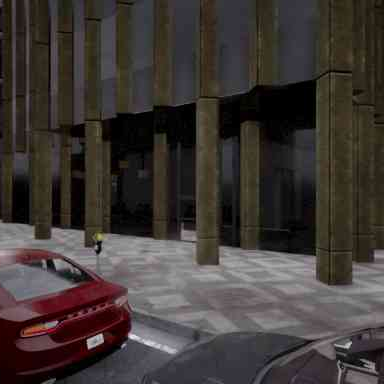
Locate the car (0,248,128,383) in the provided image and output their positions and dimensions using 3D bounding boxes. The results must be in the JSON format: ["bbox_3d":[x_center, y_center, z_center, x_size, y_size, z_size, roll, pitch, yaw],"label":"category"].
[{"bbox_3d":[-2.898,1.545,5.051,4.507,1.381,1.887,0,0,36],"label":"car"}]

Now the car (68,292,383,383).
[{"bbox_3d":[1.517,1.551,1.876,4.403,1.369,2.008,0,0,36],"label":"car"}]
